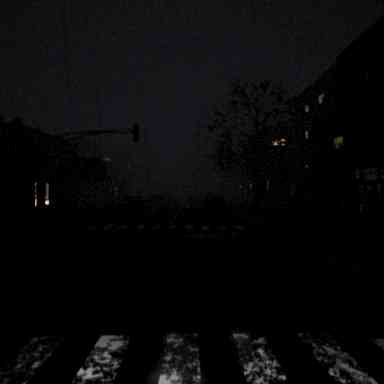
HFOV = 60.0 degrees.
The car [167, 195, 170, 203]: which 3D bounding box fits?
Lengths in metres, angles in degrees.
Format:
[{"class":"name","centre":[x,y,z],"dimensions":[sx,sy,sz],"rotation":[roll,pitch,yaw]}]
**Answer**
[{"class":"car","centre":[-5.701,1.235,59.569],"dimensions":[2.192,1.841,5.009],"rotation":[-1,0,0]}]

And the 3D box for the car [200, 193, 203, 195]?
[{"class":"car","centre":[2.679,1.345,70.658],"dimensions":[1.967,1.590,4.097],"rotation":[-1,0,0]}]

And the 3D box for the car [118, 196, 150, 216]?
[{"class":"car","centre":[-5.698,1.273,31.849],"dimensions":[2.192,1.841,5.009],"rotation":[-1,0,0]}]

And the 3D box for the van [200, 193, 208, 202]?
[{"class":"van","centre":[2.678,1.238,76.202],"dimensions":[1.690,1.788,3.998],"rotation":[-1,0,0]}]

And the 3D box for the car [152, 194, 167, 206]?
[{"class":"car","centre":[-5.701,1.243,54.025],"dimensions":[2.192,1.841,5.009],"rotation":[-1,0,0]}]

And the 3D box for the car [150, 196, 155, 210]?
[{"class":"car","centre":[-5.697,1.495,37.393],"dimensions":[1.887,1.381,4.507],"rotation":[-1,0,0]}]

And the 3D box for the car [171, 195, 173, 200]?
[{"class":"car","centre":[-5.700,1.449,70.658],"dimensions":[1.887,1.381,4.507],"rotation":[-1,0,0]}]

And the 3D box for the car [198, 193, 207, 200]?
[{"class":"car","centre":[2.676,1.196,87.290],"dimensions":[2.192,1.841,5.009],"rotation":[-1,0,0]}]

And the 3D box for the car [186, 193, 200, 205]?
[{"class":"car","centre":[-0.007,1.400,57.804],"dimensions":[1.882,1.535,5.008],"rotation":[0,0,0]}]

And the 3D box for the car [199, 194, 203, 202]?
[{"class":"car","centre":[2.682,1.478,54.026],"dimensions":[2.008,1.369,4.403],"rotation":[-1,0,0]}]

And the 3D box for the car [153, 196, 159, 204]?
[{"class":"car","centre":[-5.697,1.525,42.938],"dimensions":[1.802,1.307,4.206],"rotation":[-1,0,0]}]

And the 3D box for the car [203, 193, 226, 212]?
[{"class":"car","centre":[2.682,1.265,37.394],"dimensions":[2.192,1.841,5.009],"rotation":[-1,0,0]}]

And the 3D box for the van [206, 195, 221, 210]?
[{"class":"van","centre":[2.681,1.284,42.938],"dimensions":[1.690,1.788,3.998],"rotation":[-1,0,0]}]

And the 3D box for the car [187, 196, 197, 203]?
[{"class":"car","centre":[-0.007,1.452,68.255],"dimensions":[1.994,1.385,4.181],"rotation":[0,0,0]}]
